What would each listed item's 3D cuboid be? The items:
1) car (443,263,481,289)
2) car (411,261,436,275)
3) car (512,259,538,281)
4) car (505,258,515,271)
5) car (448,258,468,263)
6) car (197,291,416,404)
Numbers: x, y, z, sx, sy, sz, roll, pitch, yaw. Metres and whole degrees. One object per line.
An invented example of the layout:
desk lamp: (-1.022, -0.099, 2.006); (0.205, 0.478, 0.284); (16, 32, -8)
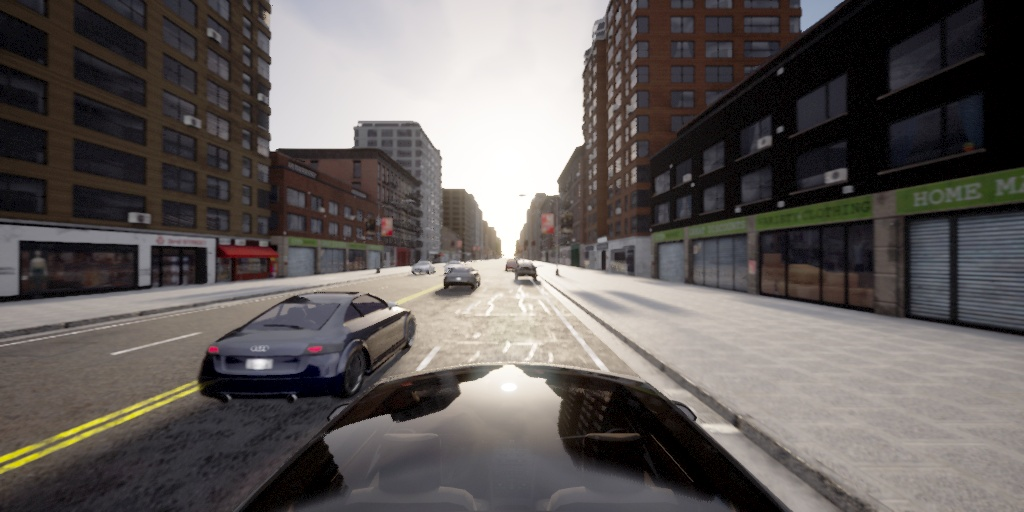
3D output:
car: (-3.143, 1.324, 23.091); (1.994, 1.385, 4.181); (0, 0, 0)
car: (-9.828, 1.297, 40.049); (1.812, 1.442, 4.674); (0, 0, 0)
car: (1.145, 1.270, 30.646); (1.837, 1.490, 4.892); (0, 0, 0)
car: (0.024, 1.346, 51.415); (1.994, 1.385, 4.181); (0, 0, 1)
car: (-6.580, 1.298, 41.063); (1.812, 1.442, 4.674); (0, 0, 0)
car: (-3.150, 1.316, 6.480); (1.994, 1.385, 4.181); (0, 0, 0)
